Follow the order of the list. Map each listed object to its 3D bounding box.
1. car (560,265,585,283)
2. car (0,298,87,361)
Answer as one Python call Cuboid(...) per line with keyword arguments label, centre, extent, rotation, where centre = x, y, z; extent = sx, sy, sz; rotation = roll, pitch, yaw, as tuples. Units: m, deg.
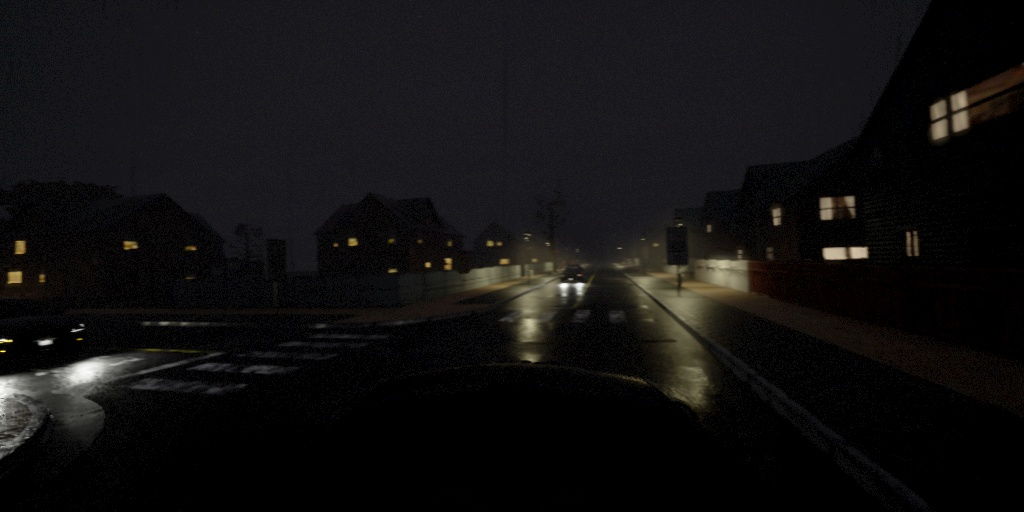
Cuboid(label="car", centre=(5.249, 1.443, 30.673), extent=(2.033, 1.411, 5.357), rotation=(-2, -1, 14))
Cuboid(label="car", centre=(-12.811, 1.781, 8.631), extent=(4.892, 1.490, 1.837), rotation=(-2, -1, 14))
